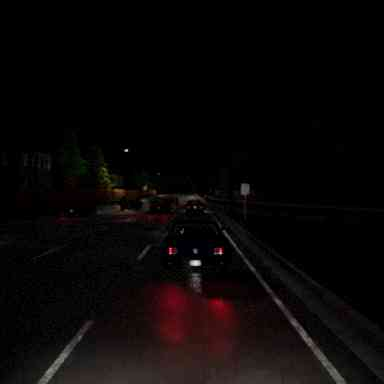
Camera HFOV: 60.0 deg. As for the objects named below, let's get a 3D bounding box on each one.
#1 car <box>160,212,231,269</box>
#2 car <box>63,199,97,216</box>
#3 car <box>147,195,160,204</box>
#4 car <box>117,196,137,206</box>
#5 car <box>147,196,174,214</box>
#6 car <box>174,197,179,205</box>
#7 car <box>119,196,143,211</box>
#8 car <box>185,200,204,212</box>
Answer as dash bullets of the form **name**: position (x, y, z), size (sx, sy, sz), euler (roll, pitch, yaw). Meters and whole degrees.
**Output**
- **car**: position (0.102, 1.567, 10.950), size (1.895, 1.301, 4.718), euler (0, 0, 0)
- **car**: position (-10.252, 1.395, 30.812), size (2.128, 1.511, 4.902), euler (0, 0, 0)
- **car**: position (-6.728, 1.347, 58.168), size (1.812, 1.442, 4.674), euler (0, 0, 0)
- **car**: position (-10.231, 1.385, 52.595), size (2.033, 1.411, 5.357), euler (0, 0, 0)
- **car**: position (-3.239, 1.371, 34.625), size (1.882, 1.535, 5.008), euler (0, 0, 0)
- **car**: position (-3.228, 1.428, 55.875), size (1.895, 1.301, 4.718), euler (0, 0, 0)
- **car**: position (-6.735, 1.361, 37.861), size (1.882, 1.535, 5.008), euler (0, 0, 0)
- **car**: position (0.273, 1.446, 32.795), size (2.033, 1.411, 5.357), euler (0, 0, 0)
